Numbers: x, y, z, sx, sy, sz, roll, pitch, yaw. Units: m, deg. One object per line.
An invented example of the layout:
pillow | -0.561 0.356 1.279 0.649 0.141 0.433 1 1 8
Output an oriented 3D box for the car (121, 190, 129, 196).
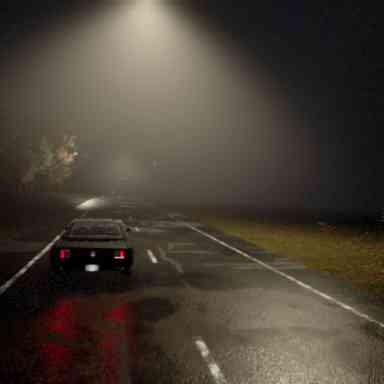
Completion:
car | -18.683 0.293 92.643 1.812 1.442 4.674 3 0 -13

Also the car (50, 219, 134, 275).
car | -2.792 1.434 9.838 1.895 1.301 4.718 3 0 -13

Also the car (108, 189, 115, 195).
car | -22.103 0.186 91.901 1.895 1.301 4.718 3 0 -13
